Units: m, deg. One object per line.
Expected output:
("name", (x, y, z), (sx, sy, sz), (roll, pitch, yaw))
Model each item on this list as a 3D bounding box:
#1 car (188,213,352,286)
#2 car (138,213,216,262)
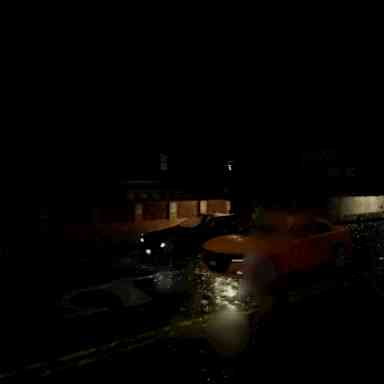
("car", (2.545, 1.436, 9.479), (5.008, 1.535, 1.882), (0, 0, -35))
("car", (0.773, 1.506, 12.206), (5.357, 1.411, 2.033), (0, 0, -35))
